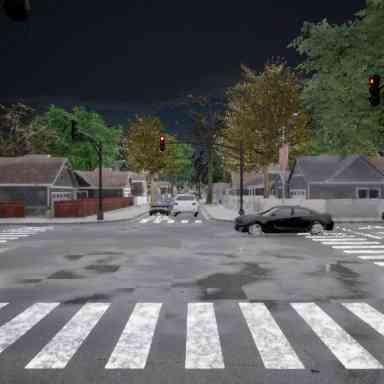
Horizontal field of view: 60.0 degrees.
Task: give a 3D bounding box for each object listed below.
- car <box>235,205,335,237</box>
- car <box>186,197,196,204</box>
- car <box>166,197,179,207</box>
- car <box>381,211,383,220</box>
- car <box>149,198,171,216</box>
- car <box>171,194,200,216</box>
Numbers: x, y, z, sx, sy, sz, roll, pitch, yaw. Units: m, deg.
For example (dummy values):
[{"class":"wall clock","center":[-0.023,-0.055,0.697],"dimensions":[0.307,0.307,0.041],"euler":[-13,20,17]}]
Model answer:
[{"class":"car","center":[4.721,1.444,17.260],"dimensions":[5.008,1.535,1.882],"euler":[0,0,0]},{"class":"car","center":[-0.203,1.622,63.711],"dimensions":[1.994,1.385,4.181],"euler":[0,0,0]},{"class":"car","center":[-3.032,1.568,53.018],"dimensions":[1.812,1.442,4.674],"euler":[0,0,0]},{"class":"car","center":[14.831,1.124,20.510],"dimensions":[5.566,2.045,2.150],"euler":[0,0,0]},{"class":"car","center":[-3.032,1.567,32.879],"dimensions":[2.033,1.411,5.357],"euler":[0,0,0]},{"class":"car","center":[-0.451,1.241,32.672],"dimensions":[2.150,2.045,5.566],"euler":[0,0,4]}]
